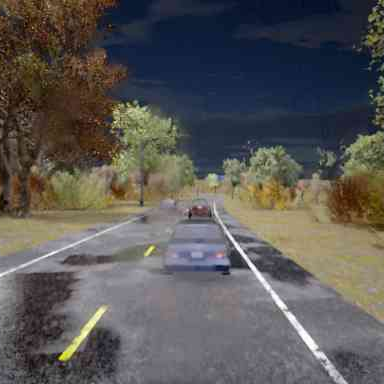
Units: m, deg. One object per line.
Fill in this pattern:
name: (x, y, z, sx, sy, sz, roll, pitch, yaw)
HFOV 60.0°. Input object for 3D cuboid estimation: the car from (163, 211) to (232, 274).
car: (0.186, 1.562, 10.538, 2.033, 1.411, 5.357, 0, 0, 2)

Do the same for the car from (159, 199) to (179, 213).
car: (-2.628, 1.562, 38.152, 1.812, 1.442, 4.674, 0, 0, 3)

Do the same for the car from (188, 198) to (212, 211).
car: (0.791, 1.389, 31.844, 2.097, 1.767, 4.553, 0, 0, 2)
